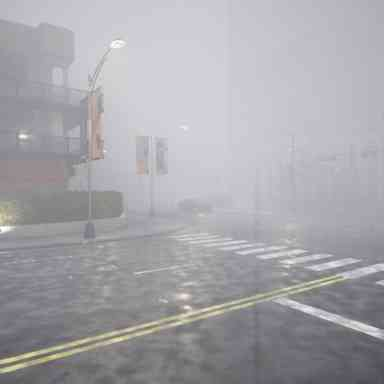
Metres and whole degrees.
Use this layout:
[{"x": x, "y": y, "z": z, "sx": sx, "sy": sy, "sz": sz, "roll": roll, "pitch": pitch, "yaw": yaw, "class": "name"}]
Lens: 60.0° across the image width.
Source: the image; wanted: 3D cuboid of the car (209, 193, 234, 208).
[{"x": 3.450, "y": 1.221, "z": 46.932, "sx": 2.150, "sy": 2.045, "sz": 5.566, "roll": 0, "pitch": 0, "yaw": -35, "class": "car"}]

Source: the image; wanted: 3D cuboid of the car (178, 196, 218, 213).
[{"x": 0.300, "y": 1.478, "z": 37.145, "sx": 1.882, "sy": 1.535, "sz": 5.008, "roll": 0, "pitch": 0, "yaw": -35, "class": "car"}]
